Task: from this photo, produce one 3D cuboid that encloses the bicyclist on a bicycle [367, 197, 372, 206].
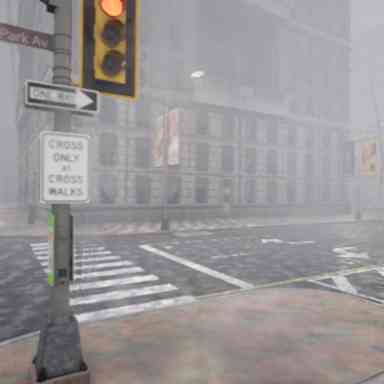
[{"bbox_3d":[33.678,1.760,62.942,1.656,1.620,0.582,0,0,-31],"label":"bicyclist on a bicycle"}]
